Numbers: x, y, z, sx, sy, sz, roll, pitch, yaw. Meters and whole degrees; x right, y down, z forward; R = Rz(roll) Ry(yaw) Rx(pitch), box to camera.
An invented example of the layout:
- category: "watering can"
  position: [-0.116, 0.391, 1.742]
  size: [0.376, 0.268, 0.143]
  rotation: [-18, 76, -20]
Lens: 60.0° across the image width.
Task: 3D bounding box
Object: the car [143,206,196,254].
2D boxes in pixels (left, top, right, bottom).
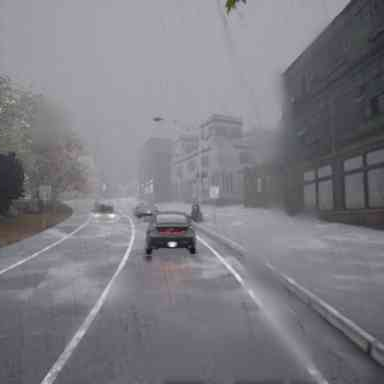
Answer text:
- category: "car"
  position: [-0.941, 1.537, 13.769]
  size: [1.837, 1.490, 4.892]
  rotation: [1, 0, -6]

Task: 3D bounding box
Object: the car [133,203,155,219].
- category: "car"
  position: [-4.262, 1.661, 30.578]
  size: [1.994, 1.385, 4.181]
  rotation: [1, -1, -15]

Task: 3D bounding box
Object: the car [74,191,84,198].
- category: "car"
  position: [-25.282, 0.639, 74.651]
  size: [2.150, 2.045, 5.566]
  rotation: [1, 0, -17]

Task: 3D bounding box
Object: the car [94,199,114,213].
- category: "car"
  position: [-9.848, 1.504, 37.218]
  size: [1.882, 1.535, 5.008]
  rotation: [2, 0, -19]
